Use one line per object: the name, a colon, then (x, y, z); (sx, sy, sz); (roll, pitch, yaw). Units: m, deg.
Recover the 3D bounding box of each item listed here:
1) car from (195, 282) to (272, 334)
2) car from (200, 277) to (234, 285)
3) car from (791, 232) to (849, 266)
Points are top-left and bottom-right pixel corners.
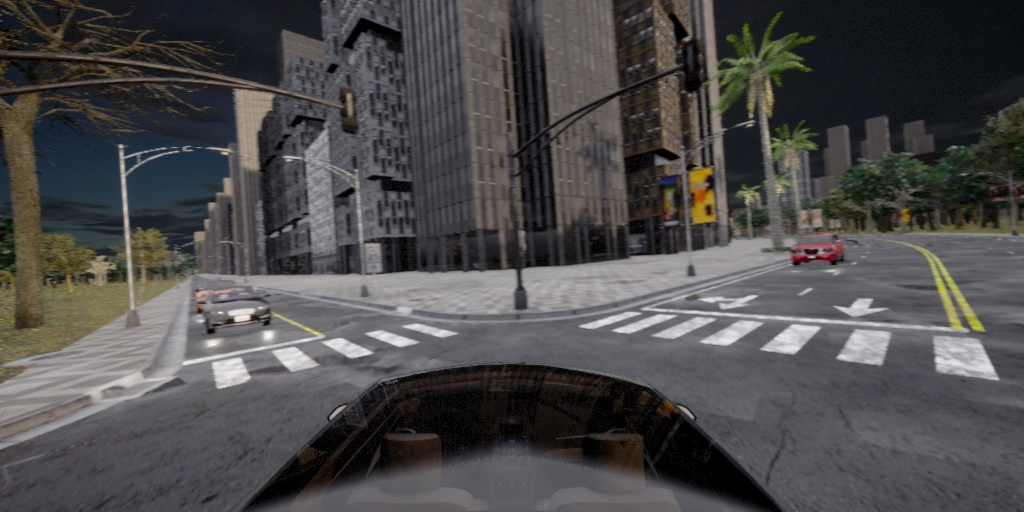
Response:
car: (-10.668, 1.925, 13.813); (2.128, 1.511, 4.902); (-4, 0, -42)
car: (-17.123, 2.208, 21.057); (2.097, 1.767, 4.553); (-4, 0, -42)
car: (20.177, -0.453, 23.600); (5.566, 2.045, 2.150); (-4, 0, -42)
